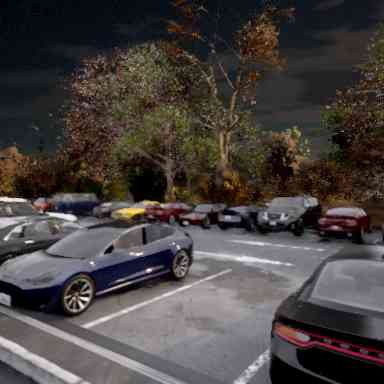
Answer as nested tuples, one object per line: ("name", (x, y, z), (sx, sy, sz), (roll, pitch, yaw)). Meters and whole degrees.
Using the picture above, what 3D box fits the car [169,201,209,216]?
("car", (1.022, 1.444, 21.750), (2.163, 1.488, 4.792), (0, 0, 35))

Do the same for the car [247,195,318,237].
("car", (5.564, 1.185, 18.527), (2.435, 2.045, 5.566), (0, 0, 35))

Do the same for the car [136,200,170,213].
("car", (-1.235, 1.404, 23.382), (2.097, 1.535, 5.008), (0, 0, 35))

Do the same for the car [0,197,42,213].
("car", (-19.382, 1.349, 36.307), (2.097, 1.535, 5.008), (0, 0, 36))

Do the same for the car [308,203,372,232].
("car", (7.848, 1.451, 16.933), (2.097, 1.535, 5.008), (0, 0, 35))

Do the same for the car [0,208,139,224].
("car", (-4.138, 1.425, 9.403), (2.231, 1.521, 4.892), (0, 0, 35))

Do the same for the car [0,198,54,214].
("car", (-17.114, 1.389, 34.687), (2.002, 1.452, 4.674), (0, 0, 35))

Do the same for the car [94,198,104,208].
("car", (-5.775, 1.424, 26.612), (2.002, 1.452, 4.674), (0, 0, 35))

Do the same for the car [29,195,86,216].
("car", (-12.598, 1.230, 31.429), (2.185, 1.767, 4.553), (0, 0, 35))

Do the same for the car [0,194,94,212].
("car", (-6.407, 1.162, 11.055), (2.435, 2.045, 5.566), (0, 0, 35))

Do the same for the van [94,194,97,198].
("van", (-10.247, 1.137, 29.937), (1.878, 1.987, 4.442), (0, 0, 35))

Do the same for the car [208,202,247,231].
("car", (3.327, 1.454, 20.185), (2.163, 1.488, 4.792), (0, 0, 35))

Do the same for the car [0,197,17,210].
("car", (-23.921, 1.362, 39.531), (2.097, 1.535, 5.008), (0, 0, 36))

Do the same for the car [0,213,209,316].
("car", (-1.871, 1.466, 7.763), (2.163, 1.488, 4.792), (0, 0, 35))

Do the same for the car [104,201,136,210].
("car", (-3.611, 1.391, 24.849), (1.946, 1.575, 5.366), (0, 0, 35))

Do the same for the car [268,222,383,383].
("car", (2.715, 1.466, 4.536), (2.097, 1.535, 5.008), (0, 0, 35))
